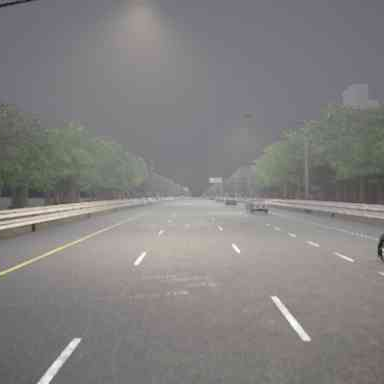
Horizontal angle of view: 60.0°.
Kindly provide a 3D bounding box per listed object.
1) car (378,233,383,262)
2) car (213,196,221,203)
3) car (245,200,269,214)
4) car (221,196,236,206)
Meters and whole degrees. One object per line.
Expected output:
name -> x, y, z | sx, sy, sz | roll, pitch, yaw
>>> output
car -> 7.005, 1.354, 8.813 | 2.097, 1.767, 4.553 | 0, 0, 0
car -> 7.439, 2.050, 90.340 | 2.097, 1.767, 4.553 | 0, -1, 1
car -> 7.070, 1.625, 36.671 | 2.033, 1.411, 5.357 | 0, 0, 0
car -> 7.214, 1.816, 63.163 | 1.882, 1.535, 5.008 | 0, -1, 0
